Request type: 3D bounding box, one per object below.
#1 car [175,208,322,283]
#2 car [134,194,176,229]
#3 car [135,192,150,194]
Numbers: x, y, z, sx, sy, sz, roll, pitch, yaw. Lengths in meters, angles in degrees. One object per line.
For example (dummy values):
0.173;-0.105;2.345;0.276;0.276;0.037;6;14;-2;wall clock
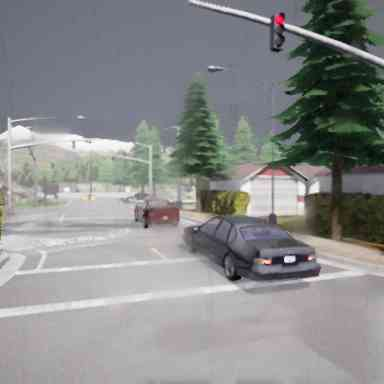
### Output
1.324;1.393;9.640;2.033;1.411;5.357;0;3;-19;car
-2.177;1.146;19.638;1.882;1.535;5.008;-1;2;-19;car
-9.815;0.705;70.381;4.902;1.511;2.128;0;1;-19;car
